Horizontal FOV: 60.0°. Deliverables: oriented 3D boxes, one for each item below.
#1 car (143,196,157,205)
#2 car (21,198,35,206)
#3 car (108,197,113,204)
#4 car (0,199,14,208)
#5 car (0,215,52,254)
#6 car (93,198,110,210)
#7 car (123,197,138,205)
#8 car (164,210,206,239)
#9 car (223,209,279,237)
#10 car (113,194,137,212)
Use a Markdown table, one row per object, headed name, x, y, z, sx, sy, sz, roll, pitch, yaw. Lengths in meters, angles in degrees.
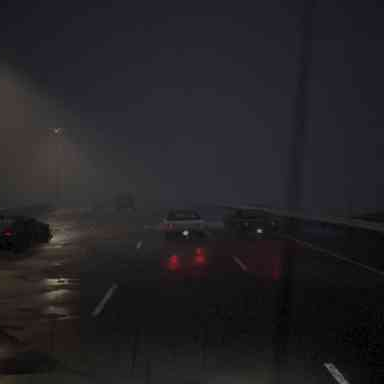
| name | x | y | z | sx | sy | sz | roll | pitch | yaw |
| --- | --- | --- | --- | --- | --- | --- | --- | --- | --- |
| car | -7.970 | 1.588 | 63.498 | 2.128 | 1.511 | 4.902 | -1 | 0 | -21 |
| car | -28.699 | 1.872 | 58.394 | 2.128 | 1.511 | 4.902 | -1 | 0 | -21 |
| car | -15.174 | 1.695 | 62.682 | 1.837 | 1.490 | 4.892 | 0 | 0 | -22 |
| car | -32.181 | 1.967 | 57.731 | 1.994 | 1.385 | 4.181 | -1 | 0 | -21 |
| car | -7.397 | 1.659 | 13.811 | 1.994 | 1.385 | 4.181 | -1 | 0 | -5 |
| car | -12.809 | 1.762 | 46.112 | 1.895 | 1.301 | 4.718 | -1 | 0 | -17 |
| car | -11.701 | 1.670 | 63.172 | 1.812 | 1.442 | 4.674 | 0 | 0 | -22 |
| car | -0.523 | 1.606 | 17.461 | 1.895 | 1.301 | 4.718 | -1 | 0 | -6 |
| car | 2.949 | 1.560 | 17.950 | 1.895 | 1.301 | 4.718 | -1 | 0 | -6 |
| car | -8.344 | 1.325 | 41.673 | 2.150 | 2.045 | 5.566 | 0 | 0 | -14 |
